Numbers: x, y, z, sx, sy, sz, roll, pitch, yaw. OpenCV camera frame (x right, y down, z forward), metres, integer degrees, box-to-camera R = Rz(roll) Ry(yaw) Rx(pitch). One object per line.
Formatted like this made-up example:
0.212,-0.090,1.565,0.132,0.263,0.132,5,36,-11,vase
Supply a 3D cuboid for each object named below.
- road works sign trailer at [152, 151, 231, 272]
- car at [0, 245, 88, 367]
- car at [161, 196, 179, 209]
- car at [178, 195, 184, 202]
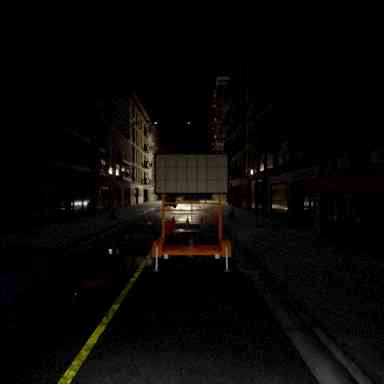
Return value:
-0.006,0.468,10.826,2.380,3.560,2.880,0,0,0,road works sign trailer
-3.107,1.548,4.790,2.033,1.411,5.357,0,0,0,car
-3.144,1.572,46.568,1.812,1.442,4.674,0,0,0,car
-3.082,1.545,85.612,2.097,1.767,4.553,0,0,0,car
